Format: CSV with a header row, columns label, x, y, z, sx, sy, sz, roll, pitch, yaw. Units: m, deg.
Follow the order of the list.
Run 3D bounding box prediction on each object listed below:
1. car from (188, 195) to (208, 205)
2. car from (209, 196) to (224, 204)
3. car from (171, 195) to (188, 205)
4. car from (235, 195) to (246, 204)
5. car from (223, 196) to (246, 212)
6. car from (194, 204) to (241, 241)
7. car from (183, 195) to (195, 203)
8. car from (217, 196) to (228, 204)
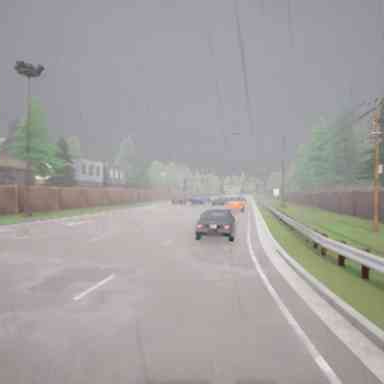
label,x,y,z,sx,sy,sz,roll,pitch,yaw
car,1.088,1.521,58.001,1.882,1.535,5.008,1,0,10
car,4.606,1.655,57.815,1.994,1.385,4.181,1,0,10
car,-2.361,1.489,58.597,2.128,1.511,4.902,1,0,10
car,9.897,1.523,67.865,2.097,1.767,4.553,1,0,10
car,5.426,1.446,41.391,2.097,1.767,4.553,1,0,10
car,1.295,1.573,17.018,2.033,1.411,5.357,1,0,9
car,-0.586,1.436,68.864,1.812,1.442,4.674,1,0,10
car,6.311,1.522,67.672,1.882,1.535,5.008,1,0,10
